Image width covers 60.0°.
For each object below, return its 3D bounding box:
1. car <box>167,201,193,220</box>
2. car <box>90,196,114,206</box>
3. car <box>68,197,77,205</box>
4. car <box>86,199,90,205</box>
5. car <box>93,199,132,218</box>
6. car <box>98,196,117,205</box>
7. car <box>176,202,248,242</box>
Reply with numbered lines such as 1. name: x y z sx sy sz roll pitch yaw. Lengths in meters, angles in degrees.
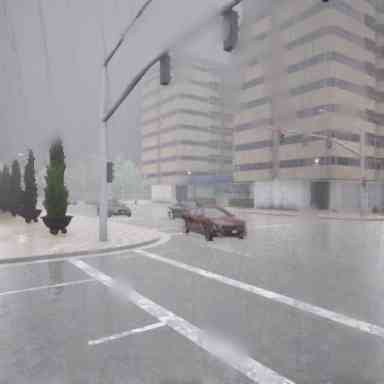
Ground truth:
1. car: -0.152 1.504 26.243 1.837 1.490 4.892 0 0 -36
2. car: -10.577 1.506 41.124 1.837 1.490 4.892 0 0 -35
3. car: -20.735 1.496 55.826 2.128 1.511 4.902 0 0 -35
4. car: -16.407 1.563 55.918 1.994 1.385 4.181 0 0 -35
5. car: -7.036 1.564 29.940 1.994 1.385 4.181 0 0 -35
6. car: -15.555 1.525 60.807 1.812 1.442 4.674 0 0 -35
7. car: 0.997 1.477 16.877 1.882 1.535 5.008 1 -1 -21
